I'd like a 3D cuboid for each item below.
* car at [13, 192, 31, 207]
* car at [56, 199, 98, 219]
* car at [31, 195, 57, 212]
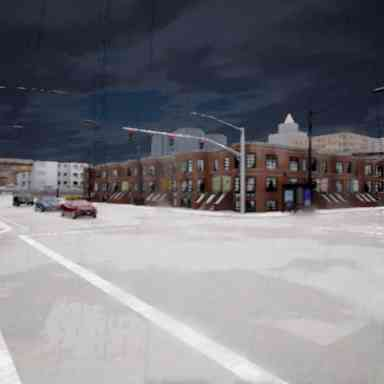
[{"bbox_3d":[-24.193,1.022,47.762,2.150,2.045,5.566,0,0,-36],"label":"car"},{"bbox_3d":[-9.539,1.369,27.929,1.882,1.535,5.008,0,0,-36],"label":"car"},{"bbox_3d":[-15.484,1.206,35.968,2.097,1.767,4.553,0,0,-36],"label":"car"}]
